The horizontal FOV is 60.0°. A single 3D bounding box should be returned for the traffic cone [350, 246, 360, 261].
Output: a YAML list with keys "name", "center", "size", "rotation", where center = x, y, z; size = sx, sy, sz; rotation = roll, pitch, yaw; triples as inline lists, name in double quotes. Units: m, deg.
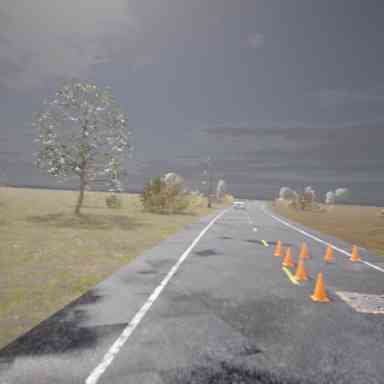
- name: "traffic cone"
  center: [6.599, 2.467, 13.453]
  size: [0.340, 0.580, 0.340]
  rotation: [3, -1, 6]

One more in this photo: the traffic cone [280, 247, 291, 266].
- name: "traffic cone"
  center: [3.413, 2.278, 11.775]
  size: [0.340, 0.580, 0.340]
  rotation: [3, -1, 6]

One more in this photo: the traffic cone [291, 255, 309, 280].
- name: "traffic cone"
  center: [3.207, 2.243, 9.786]
  size: [0.340, 0.580, 0.340]
  rotation: [3, -1, 6]

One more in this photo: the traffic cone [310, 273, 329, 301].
- name: "traffic cone"
  center: [3.001, 2.209, 7.797]
  size: [0.340, 0.580, 0.340]
  rotation: [3, -1, 6]

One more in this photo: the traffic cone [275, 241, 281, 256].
- name: "traffic cone"
  center: [3.619, 2.313, 13.764]
  size: [0.340, 0.580, 0.340]
  rotation: [3, -1, 6]

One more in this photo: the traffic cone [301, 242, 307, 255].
- name: "traffic cone"
  center: [4.612, 2.364, 13.660]
  size: [0.340, 0.580, 0.340]
  rotation: [3, -1, 6]

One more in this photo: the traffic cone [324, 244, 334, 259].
- name: "traffic cone"
  center: [5.605, 2.416, 13.556]
  size: [0.340, 0.580, 0.340]
  rotation: [3, -1, 6]

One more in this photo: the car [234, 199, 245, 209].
- name: "car"
  center: [10.091, 2.588, 70.931]
  size: [2.150, 2.045, 5.566]
  rotation: [3, -1, 10]
